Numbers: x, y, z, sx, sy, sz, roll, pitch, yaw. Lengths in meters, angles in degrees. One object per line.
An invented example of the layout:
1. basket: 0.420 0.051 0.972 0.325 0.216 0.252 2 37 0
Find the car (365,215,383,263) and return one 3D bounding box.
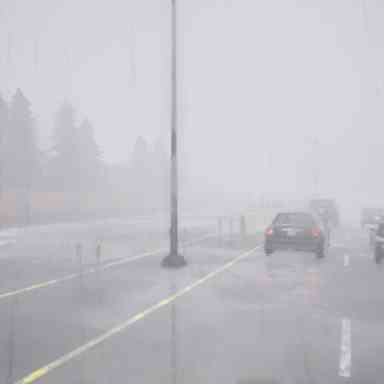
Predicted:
1. car: 7.541 1.737 12.070 1.895 1.301 4.718 0 -1 25

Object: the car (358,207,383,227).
1. car: 13.593 1.827 24.902 2.033 1.411 5.357 0 -1 26

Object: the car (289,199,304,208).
1. car: 19.441 2.185 61.736 1.882 1.535 5.008 0 -1 26

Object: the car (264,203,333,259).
1. car: 4.437 1.509 13.687 2.097 1.767 4.553 0 -1 25

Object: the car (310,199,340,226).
1. car: 10.466 1.527 26.480 2.150 2.045 5.566 0 0 26
